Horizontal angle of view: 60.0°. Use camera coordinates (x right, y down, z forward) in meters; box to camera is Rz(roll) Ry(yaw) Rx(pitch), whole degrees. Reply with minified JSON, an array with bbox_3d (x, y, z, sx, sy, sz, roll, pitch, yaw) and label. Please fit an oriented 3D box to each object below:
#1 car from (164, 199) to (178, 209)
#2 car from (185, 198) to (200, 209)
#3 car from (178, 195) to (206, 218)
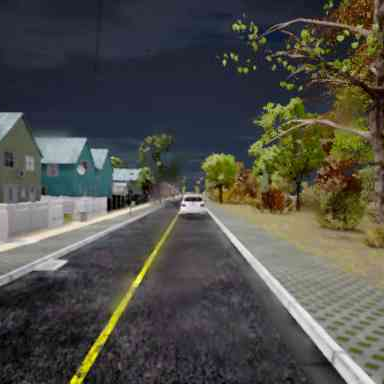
[{"bbox_3d":[-2.770,1.636,47.322,1.994,1.385,4.181,0,0,0],"label":"car"},{"bbox_3d":[0.080,1.604,47.881,2.033,1.411,5.357,0,0,-1],"label":"car"},{"bbox_3d":[0.097,1.258,30.213,2.150,2.045,5.566,0,0,0],"label":"car"}]
